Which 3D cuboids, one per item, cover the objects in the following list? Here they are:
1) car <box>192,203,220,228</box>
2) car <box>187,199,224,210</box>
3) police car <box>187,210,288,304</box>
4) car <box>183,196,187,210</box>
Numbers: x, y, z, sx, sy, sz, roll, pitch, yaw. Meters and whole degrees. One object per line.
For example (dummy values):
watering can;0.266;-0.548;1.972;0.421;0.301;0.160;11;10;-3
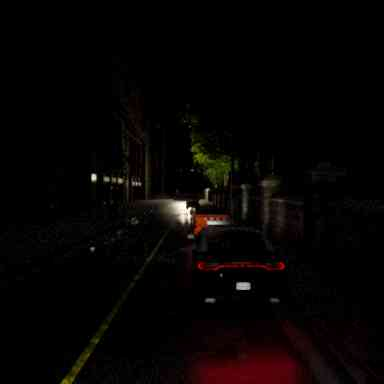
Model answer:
car;0.946;1.635;24.364;1.837;1.490;4.892;0;0;0
car;0.934;1.455;18.335;2.097;1.767;4.553;0;0;0
police car;0.916;1.478;8.475;1.930;1.638;5.238;0;0;0
car;0.115;1.676;47.330;2.128;1.511;4.902;0;0;1
